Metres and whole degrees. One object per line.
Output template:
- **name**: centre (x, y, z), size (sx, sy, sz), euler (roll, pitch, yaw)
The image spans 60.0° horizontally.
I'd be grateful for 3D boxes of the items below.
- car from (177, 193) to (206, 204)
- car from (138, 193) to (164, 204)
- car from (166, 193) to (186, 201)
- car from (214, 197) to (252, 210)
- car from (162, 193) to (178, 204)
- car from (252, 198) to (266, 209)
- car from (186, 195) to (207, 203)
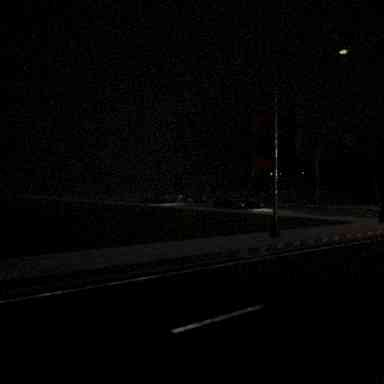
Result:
- **car**: centre (-0.061, 1.232, 60.624), size (2.097, 1.767, 4.553), euler (0, 0, -36)
- **car**: centre (-7.825, 1.417, 60.156), size (2.033, 1.411, 5.357), euler (0, 0, -36)
- **car**: centre (-3.378, 1.051, 70.609), size (2.097, 1.767, 4.553), euler (0, 0, -36)
- **car**: centre (4.811, 1.414, 42.649), size (2.128, 1.511, 4.902), euler (0, 0, -36)
- **car**: centre (-4.912, 1.399, 61.667), size (1.812, 1.442, 4.674), euler (0, 0, -36)
- **car**: centre (7.648, 1.452, 44.274), size (1.812, 1.442, 4.674), euler (0, 0, -36)
- **car**: centre (0.838, 1.402, 64.862), size (1.812, 1.442, 4.674), euler (0, 0, -36)
